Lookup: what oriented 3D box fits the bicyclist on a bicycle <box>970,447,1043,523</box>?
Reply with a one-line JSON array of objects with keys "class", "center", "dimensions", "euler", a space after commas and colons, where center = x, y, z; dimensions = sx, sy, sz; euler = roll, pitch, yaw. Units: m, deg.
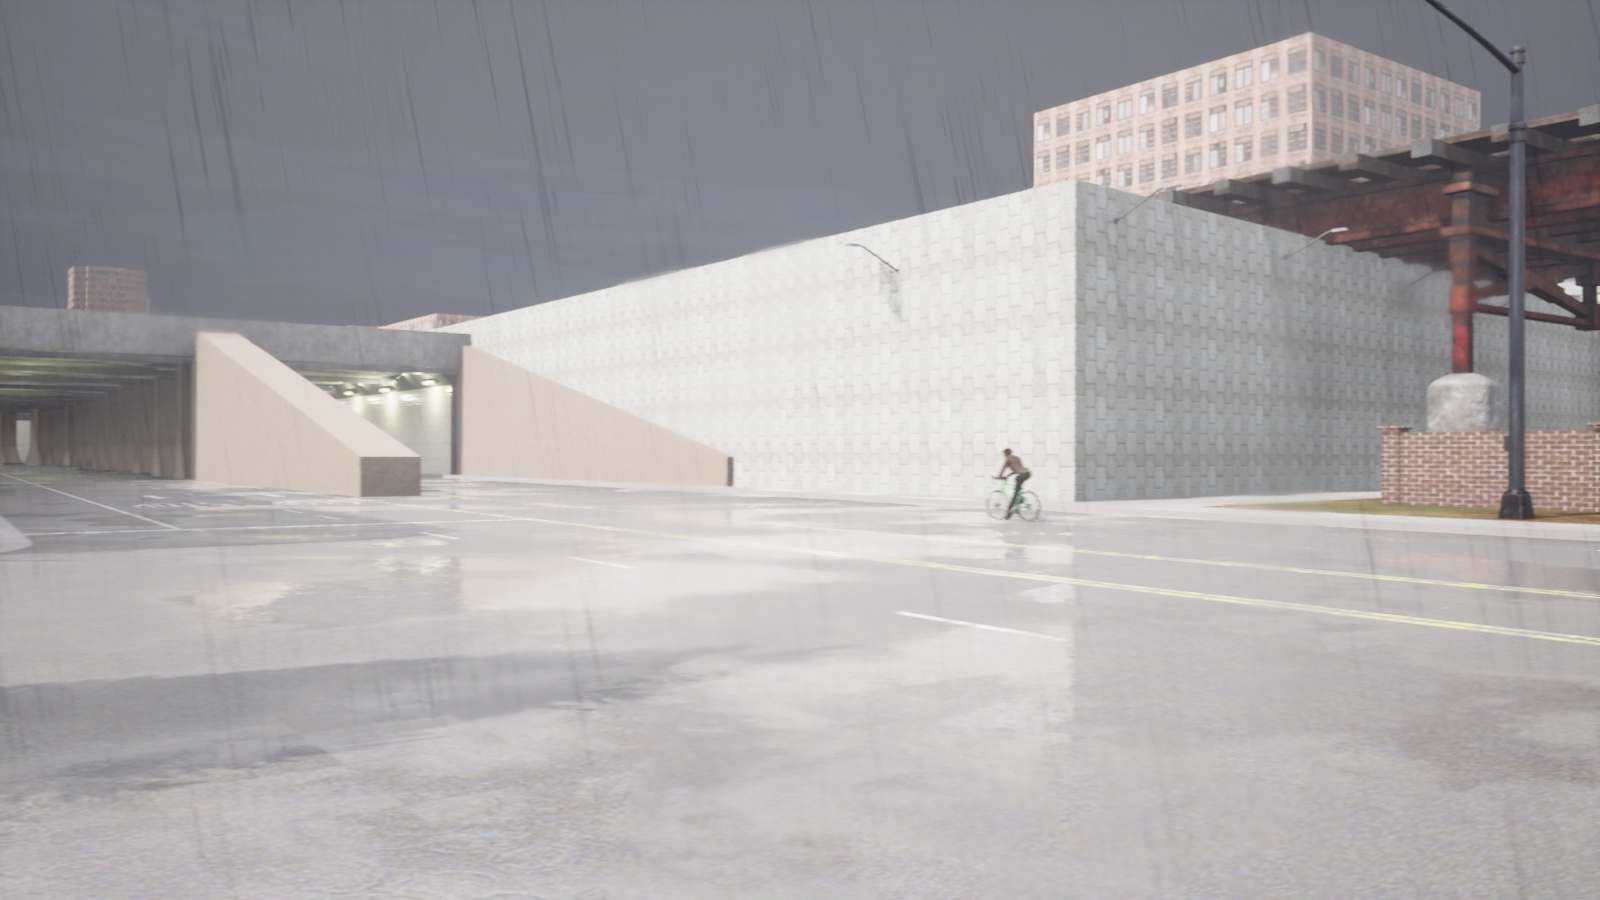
[{"class": "bicyclist on a bicycle", "center": [4.545, 0.751, 27.710], "dimensions": [0.582, 1.620, 1.656], "euler": [0, 0, -35]}]
